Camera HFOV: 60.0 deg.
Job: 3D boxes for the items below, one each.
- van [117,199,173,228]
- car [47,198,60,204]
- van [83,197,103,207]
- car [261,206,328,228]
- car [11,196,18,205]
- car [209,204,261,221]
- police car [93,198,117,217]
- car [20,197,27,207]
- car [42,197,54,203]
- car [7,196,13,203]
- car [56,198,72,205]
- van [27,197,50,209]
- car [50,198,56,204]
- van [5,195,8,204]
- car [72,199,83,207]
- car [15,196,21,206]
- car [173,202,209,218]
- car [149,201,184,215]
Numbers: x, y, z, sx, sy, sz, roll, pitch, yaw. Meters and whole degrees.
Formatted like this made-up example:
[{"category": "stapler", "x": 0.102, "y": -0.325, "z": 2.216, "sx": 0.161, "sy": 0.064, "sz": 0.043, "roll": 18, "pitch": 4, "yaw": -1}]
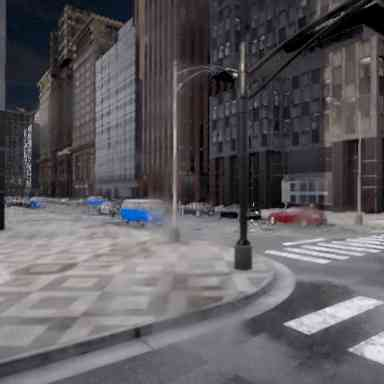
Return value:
[{"category": "van", "x": -3.223, "y": 1.377, "z": 21.988, "sx": 1.690, "sy": 1.788, "sz": 3.998, "roll": 0, "pitch": 0, "yaw": -35}, {"category": "car", "x": -32.322, "y": 2.028, "z": 77.553, "sx": 2.008, "sy": 1.369, "sz": 4.403, "roll": 0, "pitch": 0, "yaw": -35}, {"category": "van", "x": -15.942, "y": 1.637, "z": 54.548, "sx": 1.690, "sy": 1.788, "sz": 3.998, "roll": 0, "pitch": 0, "yaw": -35}, {"category": "car", "x": 6.994, "y": 1.608, "z": 22.338, "sx": 1.802, "sy": 1.307, "sz": 4.206, "roll": 0, "pitch": 0, "yaw": -35}, {"category": "car", "x": -32.710, "y": 1.958, "z": 63.401, "sx": 1.802, "sy": 1.307, "sz": 4.206, "roll": 0, "pitch": 0, "yaw": -35}, {"category": "car", "x": 3.718, "y": 1.632, "z": 26.939, "sx": 1.947, "sy": 1.339, "sz": 4.313, "roll": 0, "pitch": 0, "yaw": -35}, {"category": "police car", "x": -7.592, "y": 1.629, "z": 32.734, "sx": 2.038, "sy": 1.542, "sz": 4.974, "roll": 0, "pitch": 0, "yaw": -35}, {"category": "car", "x": -26.157, "y": 1.869, "z": 54.198, "sx": 1.947, "sy": 1.339, "sz": 4.313, "roll": 0, "pitch": 0, "yaw": -35}, {"category": "car", "x": -35.599, "y": 2.064, "z": 82.155, "sx": 2.008, "sy": 1.369, "sz": 4.403, "roll": 0, "pitch": 0, "yaw": -35}, {"category": "car", "x": -35.986, "y": 1.963, "z": 68.002, "sx": 2.008, "sy": 1.369, "sz": 4.403, "roll": 0, "pitch": 0, "yaw": -35}, {"category": "car", "x": -25.868, "y": 1.932, "z": 68.489, "sx": 1.752, "sy": 1.417, "sz": 4.829, "roll": 0, "pitch": 0, "yaw": -35}, {"category": "van", "x": -22.882, "y": 1.607, "z": 49.597, "sx": 1.690, "sy": 1.788, "sz": 3.998, "roll": 0, "pitch": 0, "yaw": -35}, {"category": "car", "x": -29.046, "y": 1.992, "z": 72.952, "sx": 2.008, "sy": 1.369, "sz": 4.403, "roll": 0, "pitch": 0, "yaw": -35}, {"category": "van", "x": -42.540, "y": 1.824, "z": 77.205, "sx": 1.690, "sy": 1.788, "sz": 3.998, "roll": 0, "pitch": 0, "yaw": -35}, {"category": "car", "x": -19.217, "y": 1.883, "z": 59.148, "sx": 2.008, "sy": 1.369, "sz": 4.403, "roll": 0, "pitch": 0, "yaw": -35}, {"category": "car", "x": -29.434, "y": 1.884, "z": 58.799, "sx": 1.887, "sy": 1.381, "sz": 4.507, "roll": 0, "pitch": 0, "yaw": -35}, {"category": "car", "x": 0.441, "y": 1.656, "z": 31.541, "sx": 2.008, "sy": 1.369, "sz": 4.403, "roll": 0, "pitch": 0, "yaw": -35}, {"category": "car", "x": -2.835, "y": 1.726, "z": 36.142, "sx": 1.802, "sy": 1.307, "sz": 4.206, "roll": 0, "pitch": 0, "yaw": -35}]
